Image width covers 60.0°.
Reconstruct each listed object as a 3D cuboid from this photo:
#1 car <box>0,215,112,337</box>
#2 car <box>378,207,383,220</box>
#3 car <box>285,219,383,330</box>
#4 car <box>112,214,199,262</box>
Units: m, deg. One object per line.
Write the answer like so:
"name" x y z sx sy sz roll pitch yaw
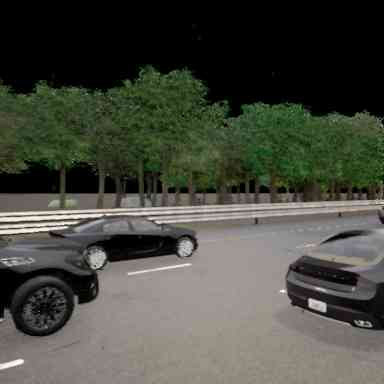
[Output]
"car" -4.308 1.223 4.973 5.566 2.045 2.150 0 0 -36
"car" 14.643 1.428 22.762 4.902 1.511 2.128 0 0 -35
"car" 3.900 1.489 6.525 4.892 1.490 1.837 0 0 -35
"car" -2.067 1.467 10.869 5.008 1.535 1.882 0 0 -35
